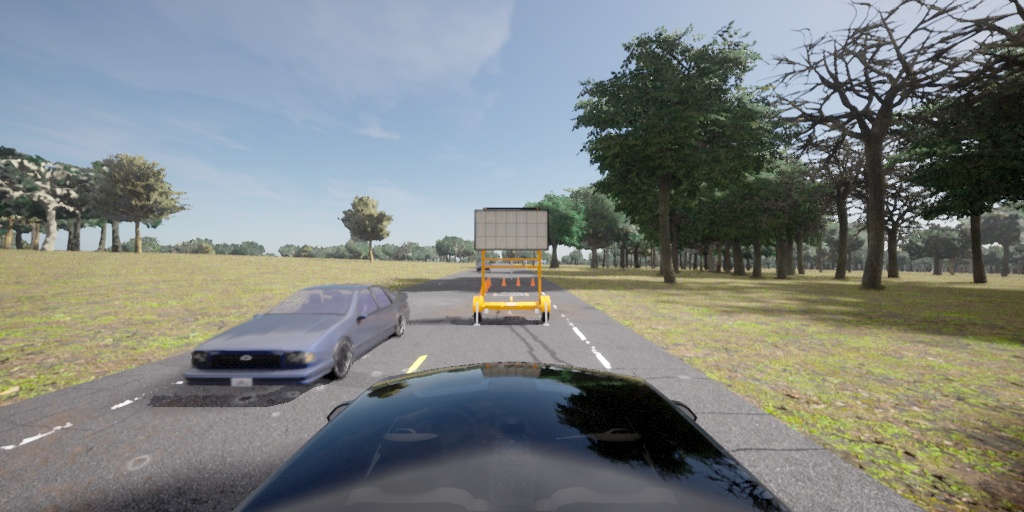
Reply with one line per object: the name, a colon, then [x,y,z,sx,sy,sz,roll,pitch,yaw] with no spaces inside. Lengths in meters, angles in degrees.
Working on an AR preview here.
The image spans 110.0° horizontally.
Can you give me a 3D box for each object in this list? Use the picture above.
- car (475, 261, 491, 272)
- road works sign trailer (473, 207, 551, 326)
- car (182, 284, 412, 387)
car: [-3.915,1.474,49.578,1.837,1.490,4.892,0,0,-1]
road works sign trailer: [-0.016,0.226,11.713,2.380,3.560,2.880,0,0,0]
car: [-3.612,1.302,7.451,2.033,1.411,5.357,0,0,0]
